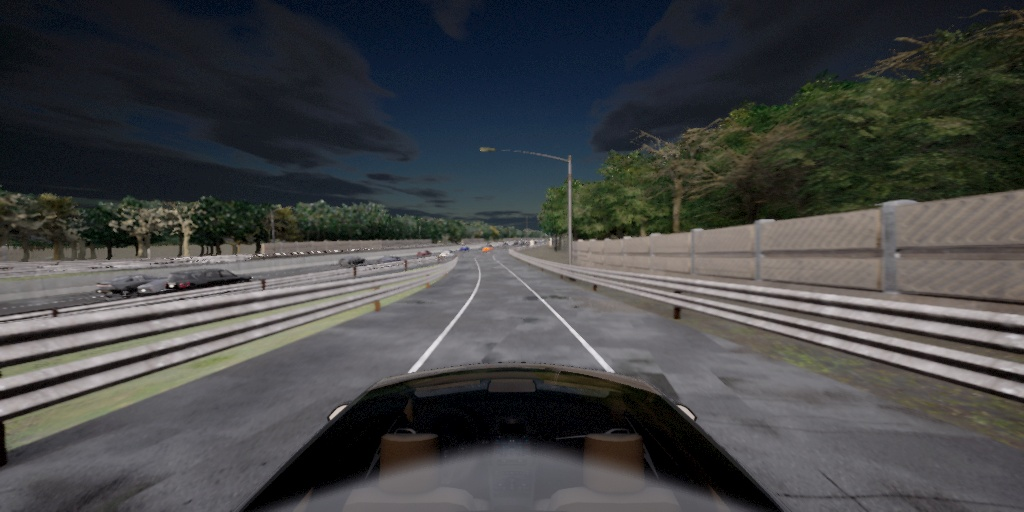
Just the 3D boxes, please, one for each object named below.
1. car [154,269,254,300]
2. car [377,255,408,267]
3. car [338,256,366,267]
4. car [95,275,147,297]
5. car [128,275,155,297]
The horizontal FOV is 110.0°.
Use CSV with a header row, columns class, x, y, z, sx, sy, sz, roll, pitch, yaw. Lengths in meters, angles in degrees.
class,x,y,z,sx,sy,sz,roll,pitch,yaw
car,-22.301,1.960,26.710,2.150,2.045,5.566,0,3,12
car,-16.925,0.816,52.146,2.033,1.411,5.357,0,3,12
car,-23.773,0.729,53.594,2.128,1.511,4.902,0,3,12
car,-29.155,2.219,28.139,2.128,1.511,4.902,0,3,12
car,-25.731,2.305,27.415,1.994,1.385,4.181,0,3,12
